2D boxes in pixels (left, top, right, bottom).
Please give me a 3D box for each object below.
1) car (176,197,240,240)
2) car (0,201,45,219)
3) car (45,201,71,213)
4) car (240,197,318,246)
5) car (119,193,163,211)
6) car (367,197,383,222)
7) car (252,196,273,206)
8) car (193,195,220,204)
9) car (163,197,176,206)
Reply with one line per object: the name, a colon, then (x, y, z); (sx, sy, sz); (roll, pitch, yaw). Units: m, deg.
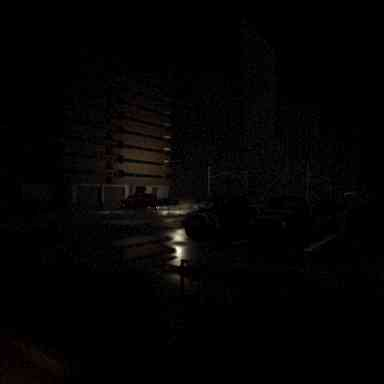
car: (1.507, 1.149, 16.027); (1.932, 1.855, 4.605); (0, 0, 34)
car: (-15.447, 1.550, 28.718); (1.994, 1.385, 4.181); (0, 0, 34)
car: (-15.336, 1.585, 35.163); (1.895, 1.301, 4.718); (0, 0, 34)
car: (3.874, 1.154, 14.361); (1.905, 1.878, 3.866); (0, 0, 34)
car: (-6.599, 1.205, 41.896); (2.150, 2.045, 5.566); (0, 0, 34)
car: (15.899, 1.394, 27.316); (1.970, 1.475, 3.806); (0, 0, 34)
car: (12.051, 1.514, 56.779); (1.812, 1.442, 4.674); (0, 0, 34)
car: (2.537, 1.243, 55.341); (2.033, 1.411, 5.357); (0, 0, 34)
car: (-4.211, 1.531, 51.676); (2.033, 1.411, 5.357); (0, 0, 34)
